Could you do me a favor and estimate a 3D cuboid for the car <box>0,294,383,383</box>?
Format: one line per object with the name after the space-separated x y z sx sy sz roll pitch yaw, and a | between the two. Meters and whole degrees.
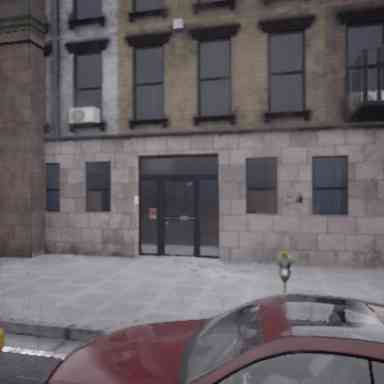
0.842 1.572 2.693 4.206 1.307 1.802 0 0 13 | car
